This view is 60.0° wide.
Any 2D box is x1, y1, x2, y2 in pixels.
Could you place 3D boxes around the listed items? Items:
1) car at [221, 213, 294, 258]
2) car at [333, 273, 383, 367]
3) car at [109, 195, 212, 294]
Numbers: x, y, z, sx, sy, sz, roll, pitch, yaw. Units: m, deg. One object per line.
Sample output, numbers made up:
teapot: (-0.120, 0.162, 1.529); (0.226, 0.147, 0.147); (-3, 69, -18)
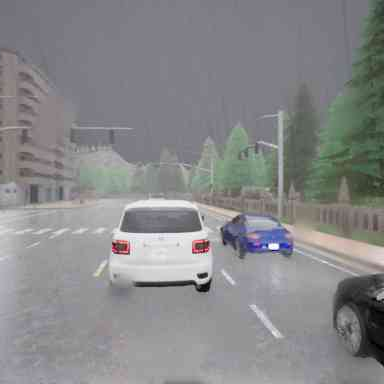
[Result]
car: (2.319, 1.526, 12.653); (1.812, 1.442, 4.674); (0, 0, -6)
car: (3.122, 1.492, 3.133); (2.128, 1.511, 4.902); (0, 0, -3)
car: (-0.793, 1.222, 8.957); (2.150, 2.045, 5.566); (0, 0, -5)
